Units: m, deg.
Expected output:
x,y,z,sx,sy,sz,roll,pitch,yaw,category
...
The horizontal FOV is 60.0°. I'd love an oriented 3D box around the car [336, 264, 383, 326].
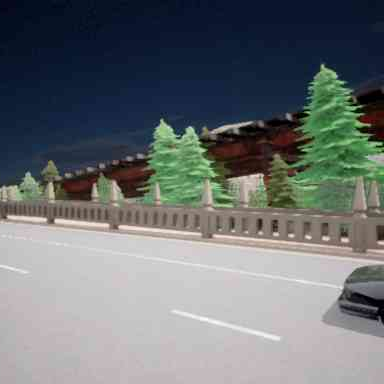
x,y,z,sx,sy,sz,roll,pitch,yaw,category
5.034,1.539,4.686,5.357,1.411,2.033,0,0,36,car
